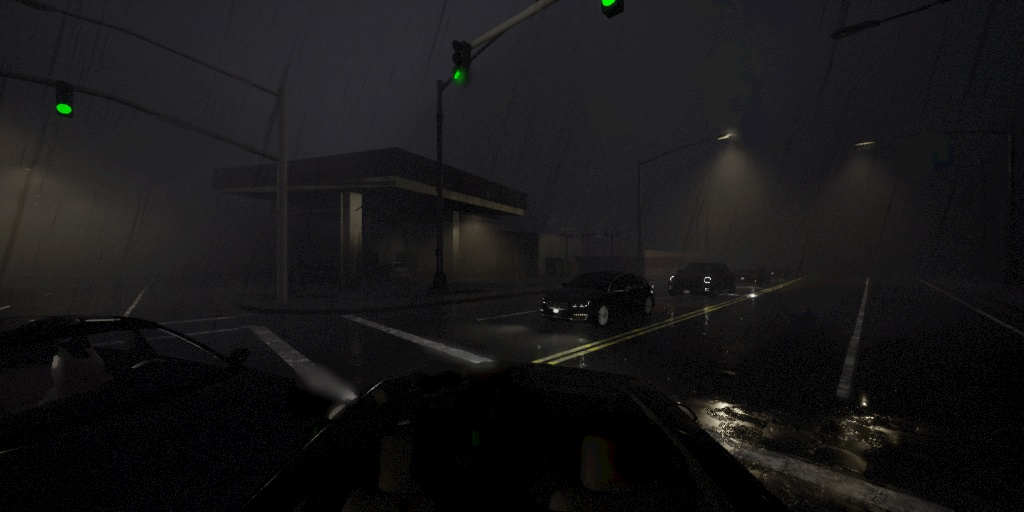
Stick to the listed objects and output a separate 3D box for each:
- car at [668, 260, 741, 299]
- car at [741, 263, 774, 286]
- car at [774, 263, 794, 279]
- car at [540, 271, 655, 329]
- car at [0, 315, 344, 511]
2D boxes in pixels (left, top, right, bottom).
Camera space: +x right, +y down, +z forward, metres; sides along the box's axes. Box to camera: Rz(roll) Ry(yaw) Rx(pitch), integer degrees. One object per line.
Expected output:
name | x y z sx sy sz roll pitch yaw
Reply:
car | 9.775 1.102 18.375 4.553 1.767 2.097 0 0 -45
car | 16.722 1.314 25.265 1.994 1.385 4.181 0 0 44
car | 23.877 1.314 32.297 4.181 1.385 1.994 0 0 -44
car | 2.916 1.255 11.550 1.837 1.490 4.892 0 0 45
car | -3.413 1.242 2.551 4.902 1.511 2.128 0 0 15
